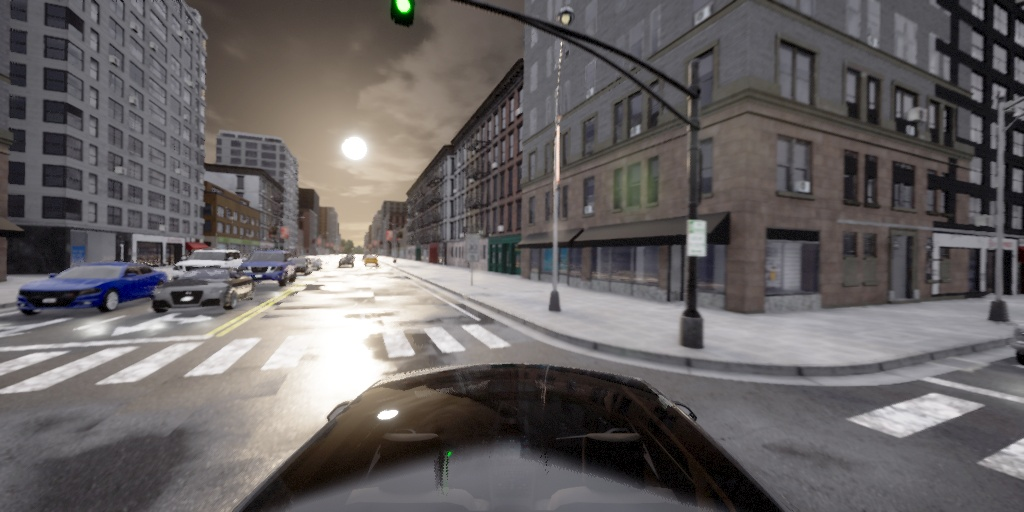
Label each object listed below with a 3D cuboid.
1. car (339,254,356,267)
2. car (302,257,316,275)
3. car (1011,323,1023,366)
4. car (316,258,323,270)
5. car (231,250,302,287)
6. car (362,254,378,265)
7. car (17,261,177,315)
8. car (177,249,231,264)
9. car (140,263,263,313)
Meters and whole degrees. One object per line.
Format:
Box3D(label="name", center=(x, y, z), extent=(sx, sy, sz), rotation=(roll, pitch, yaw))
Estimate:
Box3D(label="car", center=(-22.585, 0.793, 49.053), extent=(1.895, 1.301, 4.718), rotation=(1, 0, -23))
Box3D(label="car", center=(-18.336, 0.848, 30.761), extent=(1.837, 1.490, 4.892), rotation=(1, 0, -23))
Box3D(label="car", center=(11.841, 1.556, 6.833), extent=(4.718, 1.301, 1.895), rotation=(1, 0, -22))
Box3D(label="car", center=(-22.352, 0.839, 40.116), extent=(1.895, 1.301, 4.718), rotation=(1, 0, -23))
Box3D(label="car", center=(-14.400, 0.667, 21.415), extent=(2.150, 2.045, 5.566), rotation=(1, 0, -23))
Box3D(label="car", center=(-22.385, 0.636, 56.940), extent=(1.882, 1.535, 5.008), rotation=(1, 0, -23))
Box3D(label="car", center=(-14.128, 0.967, 12.476), extent=(1.882, 1.535, 5.008), rotation=(1, 0, -23))
Box3D(label="car", center=(-18.014, 0.611, 21.626), extent=(2.150, 2.045, 5.566), rotation=(1, 0, -23))
Box3D(label="car", center=(-10.736, 1.103, 12.826), extent=(1.994, 1.385, 4.181), rotation=(1, 0, -23))
